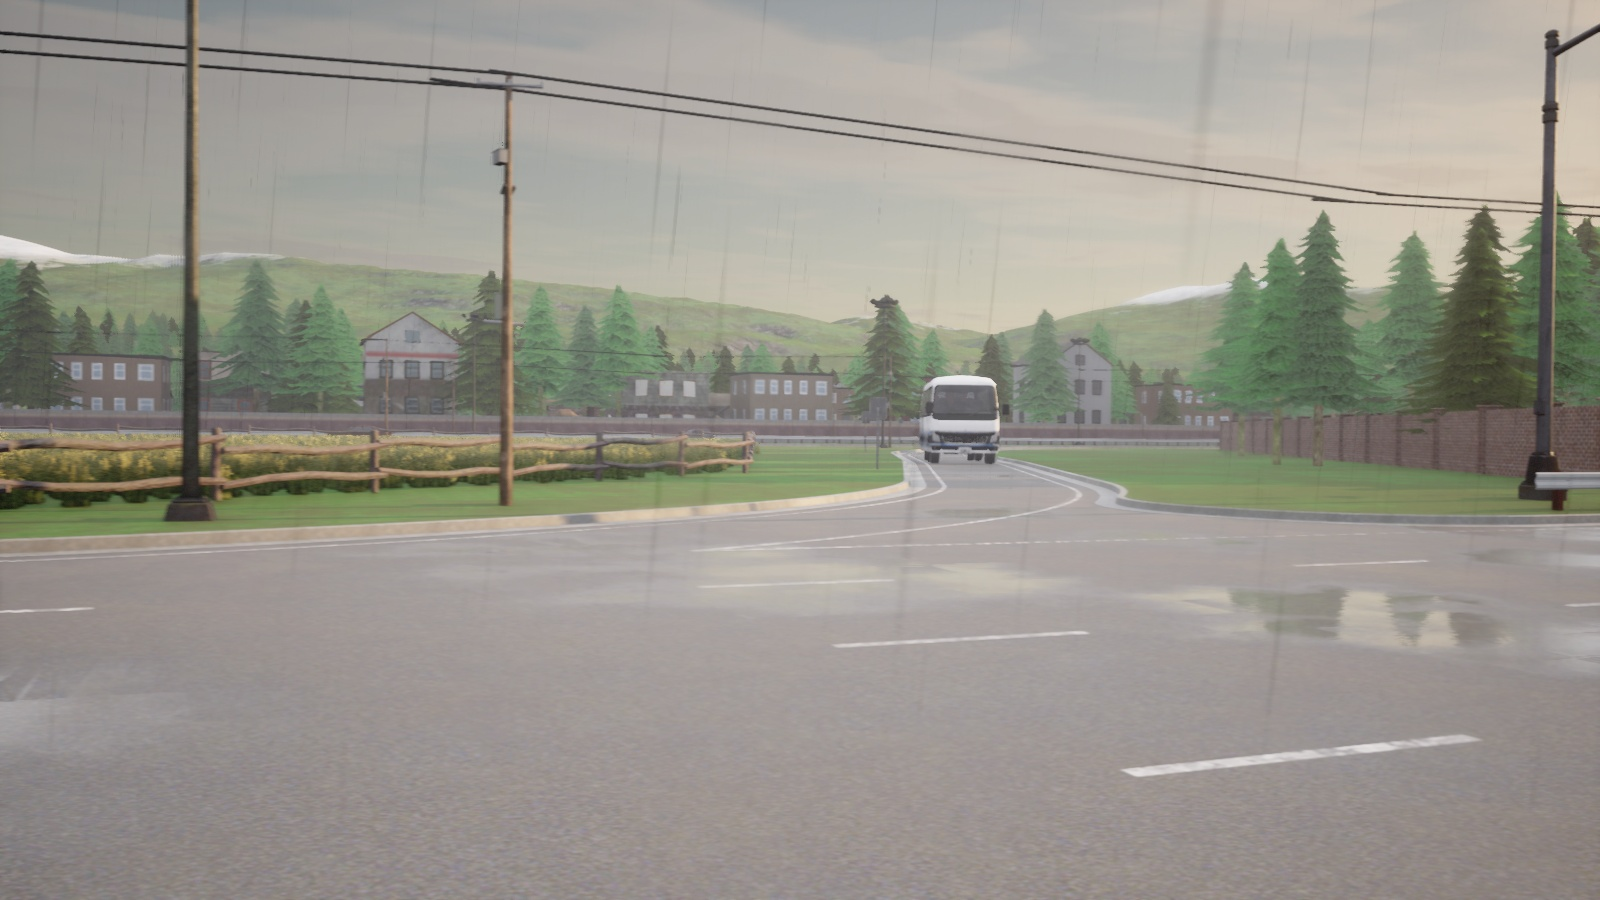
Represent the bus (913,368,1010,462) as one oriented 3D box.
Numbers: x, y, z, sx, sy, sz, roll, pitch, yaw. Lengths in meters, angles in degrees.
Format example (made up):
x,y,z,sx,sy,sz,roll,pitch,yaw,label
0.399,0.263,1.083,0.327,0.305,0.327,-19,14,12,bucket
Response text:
x,y,z,sx,sy,sz,roll,pitch,yaw,label
7.857,-1.683,62.606,3.944,4.253,10.273,-1,1,3,bus
